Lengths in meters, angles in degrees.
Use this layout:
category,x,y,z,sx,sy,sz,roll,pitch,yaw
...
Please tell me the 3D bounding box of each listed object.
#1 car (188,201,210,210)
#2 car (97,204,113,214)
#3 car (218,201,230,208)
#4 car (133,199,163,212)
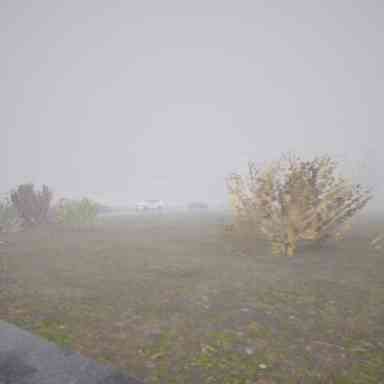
category,x,y,z,sx,sy,sz,roll,pitch,yaw
car,1.219,2.344,58.859,1.882,1.535,5.008,-2,-2,36
car,-13.223,2.296,44.986,2.033,1.411,5.357,-2,-2,36
car,7.282,2.529,67.287,2.033,1.411,5.357,-2,-2,36
car,-7.010,2.086,53.612,2.150,2.045,5.566,-2,-2,36
